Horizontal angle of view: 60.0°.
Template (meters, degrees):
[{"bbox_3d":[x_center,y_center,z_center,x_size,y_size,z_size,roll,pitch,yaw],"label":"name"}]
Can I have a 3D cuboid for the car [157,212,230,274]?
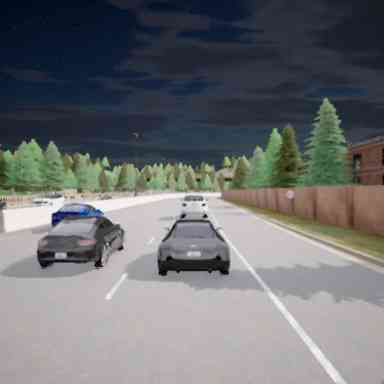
[{"bbox_3d":[0.036,1.543,10.473,1.994,1.385,4.181,0,0,0],"label":"car"}]

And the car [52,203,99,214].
[{"bbox_3d":[-6.931,1.437,20.604,1.882,1.535,5.008,0,0,1],"label":"car"}]

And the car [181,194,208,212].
[{"bbox_3d":[0.225,1.166,29.044,2.150,2.045,5.566,0,0,1],"label":"car"}]

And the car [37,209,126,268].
[{"bbox_3d":[-3.480,1.503,11.097,1.812,1.442,4.674,0,0,0],"label":"car"}]

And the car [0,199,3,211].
[{"bbox_3d":[-20.857,1.438,34.029,1.837,1.490,4.892,0,0,2],"label":"car"}]
